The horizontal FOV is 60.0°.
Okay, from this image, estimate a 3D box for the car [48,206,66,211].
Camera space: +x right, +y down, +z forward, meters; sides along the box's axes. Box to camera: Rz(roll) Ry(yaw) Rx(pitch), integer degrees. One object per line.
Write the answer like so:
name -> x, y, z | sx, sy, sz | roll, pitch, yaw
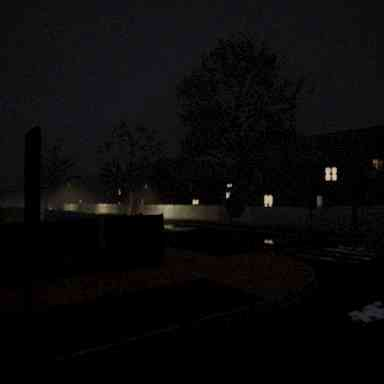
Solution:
car -> -19.071, 2.700, 46.750 | 2.033, 1.411, 5.357 | 1, -2, -35
